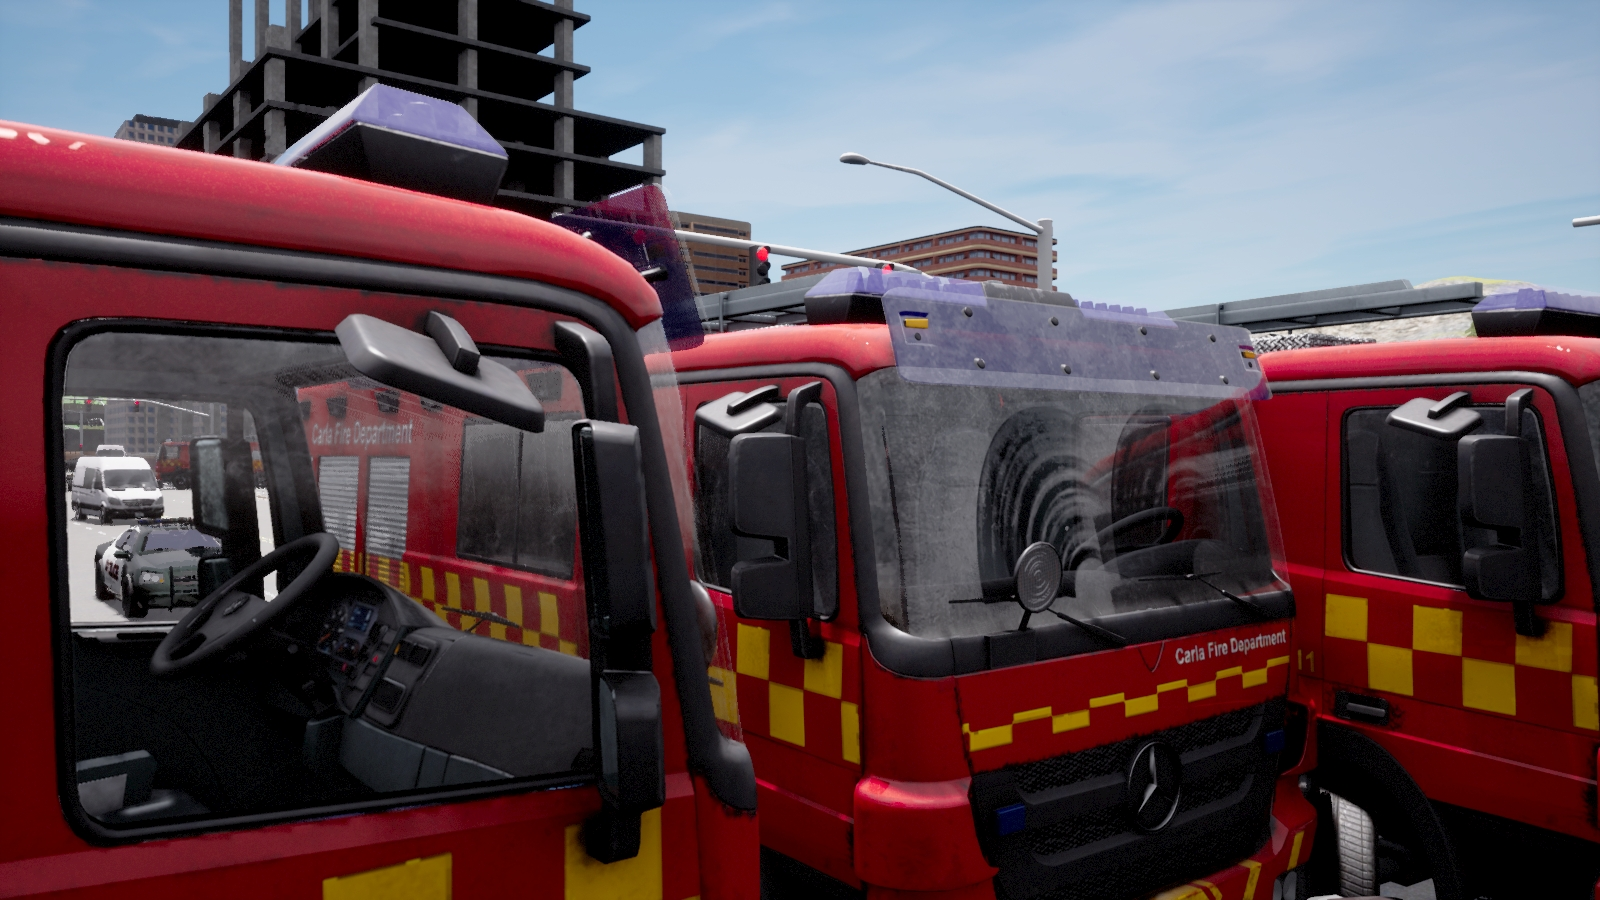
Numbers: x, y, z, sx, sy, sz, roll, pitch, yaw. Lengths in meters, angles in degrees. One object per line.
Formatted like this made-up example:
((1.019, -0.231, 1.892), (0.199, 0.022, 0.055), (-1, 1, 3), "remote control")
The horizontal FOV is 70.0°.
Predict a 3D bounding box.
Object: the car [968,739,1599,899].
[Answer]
((2.437, 2.065, 3.109), (1.970, 1.475, 3.806), (0, 0, -30), "car")

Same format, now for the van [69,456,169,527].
((-26.531, 1.534, 44.434), (1.988, 2.561, 5.915), (0, 0, -44), "van")

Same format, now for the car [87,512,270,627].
((-11.386, 2.037, 20.746), (2.038, 1.542, 4.974), (0, 0, -39), "car")

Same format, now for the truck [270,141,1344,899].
((-1.099, 0.890, 8.003), (2.891, 3.827, 8.468), (0, 0, -38), "truck")

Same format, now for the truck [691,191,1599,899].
((2.348, 0.890, 8.605), (2.891, 3.827, 8.468), (0, 0, -31), "truck")
